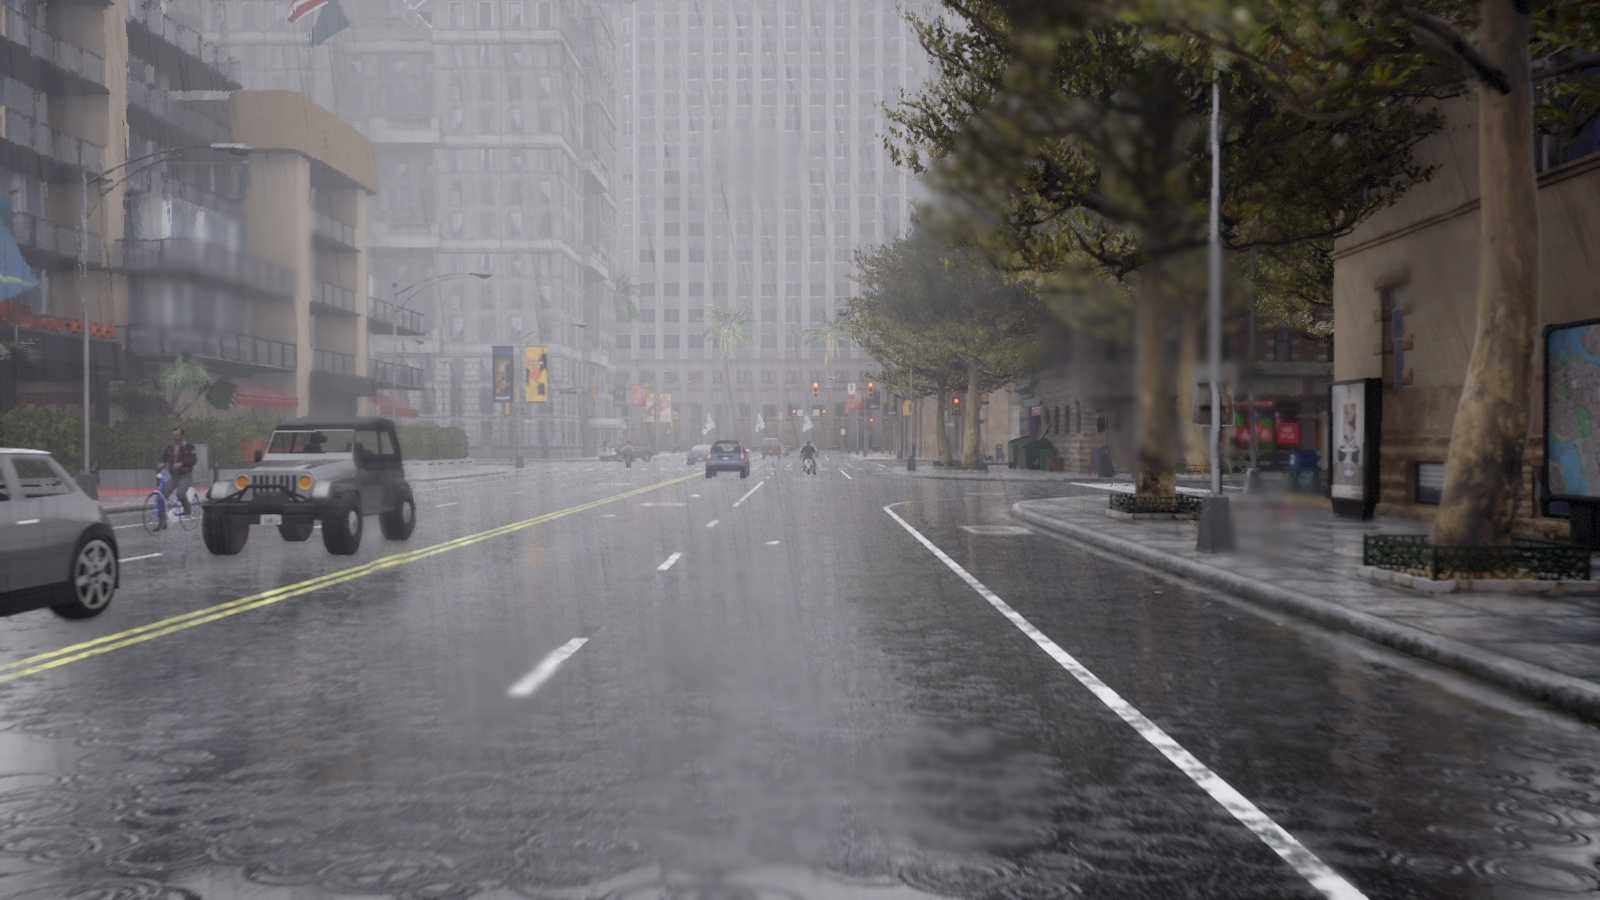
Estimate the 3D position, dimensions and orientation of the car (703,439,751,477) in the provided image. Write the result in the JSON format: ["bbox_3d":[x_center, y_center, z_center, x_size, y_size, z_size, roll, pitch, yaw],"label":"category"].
[{"bbox_3d":[-3.137,0.333,54.932,1.851,1.617,3.988,0,0,0],"label":"car"}]

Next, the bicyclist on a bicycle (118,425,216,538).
[{"bbox_3d":[-10.353,0.492,20.614,0.659,1.776,1.843,0,0,0],"label":"bicyclist on a bicycle"}]

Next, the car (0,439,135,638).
[{"bbox_3d":[-6.924,0.654,9.285,1.970,1.475,3.806,0,0,1],"label":"car"}]

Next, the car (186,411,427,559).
[{"bbox_3d":[-6.871,0.436,17.950,1.905,1.878,3.866,0,0,0],"label":"car"}]

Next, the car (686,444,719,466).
[{"bbox_3d":[-6.457,0.296,83.562,1.812,1.442,4.674,0,0,0],"label":"car"}]

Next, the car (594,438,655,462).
[{"bbox_3d":[-13.739,-0.003,98.407,1.932,1.855,4.605,1,1,41],"label":"car"}]
